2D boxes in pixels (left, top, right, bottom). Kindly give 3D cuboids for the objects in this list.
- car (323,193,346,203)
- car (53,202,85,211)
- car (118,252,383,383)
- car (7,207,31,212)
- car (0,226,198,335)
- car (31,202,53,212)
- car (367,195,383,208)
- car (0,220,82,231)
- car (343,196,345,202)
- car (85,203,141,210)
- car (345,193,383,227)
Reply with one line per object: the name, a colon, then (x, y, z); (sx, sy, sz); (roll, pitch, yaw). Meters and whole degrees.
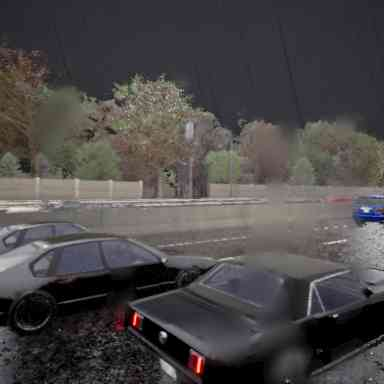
car: (24.259, 1.241, 55.617); (5.566, 2.045, 2.150); (0, 0, -35)
car: (-7.077, 1.531, 24.743); (5.357, 1.411, 2.033); (0, 0, -36)
car: (1.558, 1.599, 4.860); (4.718, 1.301, 1.895); (0, 0, -36)
car: (-13.367, 1.579, 28.852); (4.718, 1.301, 1.895); (0, 0, -36)
car: (-1.904, 1.543, 6.689); (5.357, 1.411, 2.033); (0, 0, -36)
car: (-10.107, 1.506, 26.879); (4.674, 1.442, 1.812); (0, 0, -35)
car: (28.708, 1.378, 50.206); (4.553, 1.767, 2.097); (0, 0, -35)
car: (-3.945, 1.540, 9.533); (5.357, 1.411, 2.033); (0, 0, -36)
car: (26.458, 1.586, 52.899); (4.181, 1.385, 1.994); (0, 0, -35)
car: (-4.598, 1.550, 22.209); (4.181, 1.385, 1.994); (0, 0, -35)
car: (12.513, 1.219, 21.278); (5.566, 2.045, 2.150); (0, 0, -36)
